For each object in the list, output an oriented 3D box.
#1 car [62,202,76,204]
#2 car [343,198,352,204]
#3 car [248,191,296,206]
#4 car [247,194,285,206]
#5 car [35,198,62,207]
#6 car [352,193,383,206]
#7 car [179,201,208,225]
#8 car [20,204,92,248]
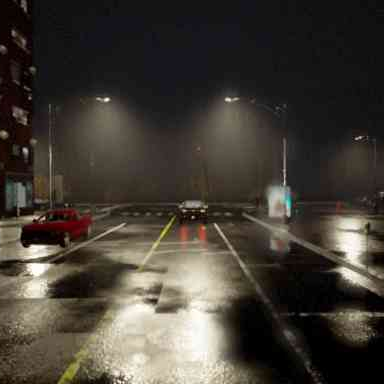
[{"bbox_3d":[-16.382,1.483,39.975,4.718,1.301,1.895,0,1,0],"label":"car"},{"bbox_3d":[24.069,1.053,46.319,5.357,1.411,2.033,0,1,1],"label":"car"},{"bbox_3d":[10.525,0.874,43.018,5.566,2.045,2.150,0,1,-2],"label":"car"},{"bbox_3d":[10.275,1.081,46.441,4.902,1.511,2.128,0,1,1],"label":"car"},{"bbox_3d":[-17.533,1.438,36.744,4.902,1.511,2.128,0,1,2],"label":"car"},{"bbox_3d":[23.823,0.919,43.068,4.553,1.767,2.097,0,1,0],"label":"car"},{"bbox_3d":[0.095,1.355,23.009,2.128,1.511,4.902,0,0,0],"label":"car"},{"bbox_3d":[-5.684,1.459,14.395,1.887,1.381,4.507,-1,0,0],"label":"car"}]
